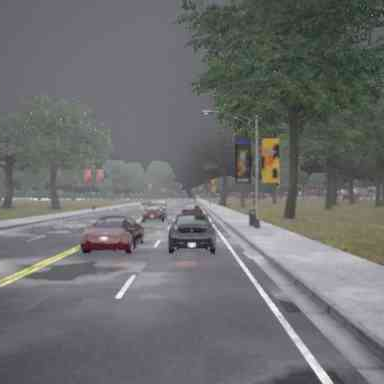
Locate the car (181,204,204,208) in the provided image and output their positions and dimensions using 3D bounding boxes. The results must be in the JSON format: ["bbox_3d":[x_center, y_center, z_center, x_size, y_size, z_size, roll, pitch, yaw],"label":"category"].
[{"bbox_3d":[0.011,1.774,29.450,1.882,1.535,5.008,0,0,0],"label":"car"}]

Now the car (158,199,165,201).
[{"bbox_3d":[-6.488,2.250,70.969,1.812,1.442,4.674,0,-1,0],"label":"car"}]

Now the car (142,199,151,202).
[{"bbox_3d":[-9.738,2.225,70.970,1.837,1.490,4.892,0,-1,0],"label":"car"}]

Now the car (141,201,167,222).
[{"bbox_3d":[-3.239,1.822,29.377,1.812,1.442,4.674,0,0,0],"label":"car"}]

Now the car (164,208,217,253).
[{"bbox_3d":[0.007,1.651,14.300,1.837,1.490,4.892,0,0,0],"label":"car"}]

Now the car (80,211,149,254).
[{"bbox_3d":[-3.242,1.707,14.274,1.994,1.385,4.181,0,-1,0],"label":"car"}]
